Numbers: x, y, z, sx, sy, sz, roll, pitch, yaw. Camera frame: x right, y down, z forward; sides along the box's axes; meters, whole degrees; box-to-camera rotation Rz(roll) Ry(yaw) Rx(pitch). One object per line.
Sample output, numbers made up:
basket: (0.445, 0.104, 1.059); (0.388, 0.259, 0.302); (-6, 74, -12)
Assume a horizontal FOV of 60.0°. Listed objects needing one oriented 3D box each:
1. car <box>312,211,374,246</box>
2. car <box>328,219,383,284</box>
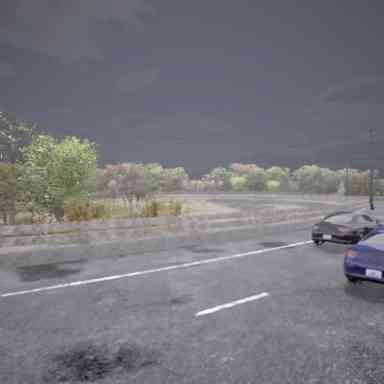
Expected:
car: (6.872, 1.562, 14.360); (4.674, 1.442, 1.812); (0, 0, -43)
car: (5.553, 1.545, 8.458); (4.674, 1.442, 1.812); (0, 0, -40)
